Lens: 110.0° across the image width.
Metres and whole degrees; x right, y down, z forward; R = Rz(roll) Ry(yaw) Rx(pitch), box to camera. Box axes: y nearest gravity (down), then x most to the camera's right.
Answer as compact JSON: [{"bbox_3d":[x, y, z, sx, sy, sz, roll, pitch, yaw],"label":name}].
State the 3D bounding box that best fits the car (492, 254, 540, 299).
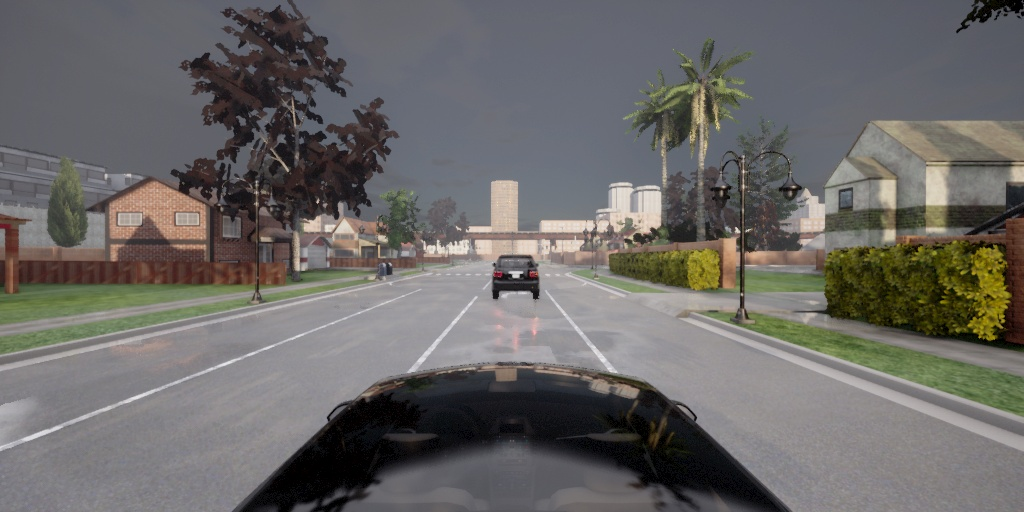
[{"bbox_3d":[0.182,0.932,18.091,2.150,2.045,5.566,0,0,0],"label":"car"}]
